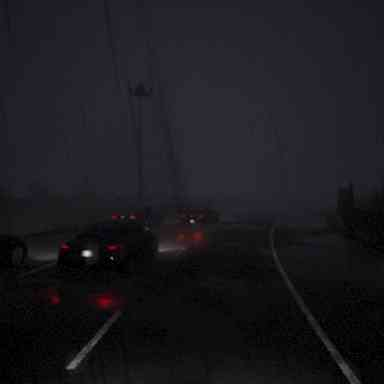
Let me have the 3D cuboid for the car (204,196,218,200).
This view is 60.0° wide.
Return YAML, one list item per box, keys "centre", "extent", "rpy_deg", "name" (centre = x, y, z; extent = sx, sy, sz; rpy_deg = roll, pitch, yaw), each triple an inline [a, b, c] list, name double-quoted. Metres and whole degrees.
- centre: [4.732, 1.645, 61.513]
  extent: [1.812, 1.442, 4.674]
  rpy_deg: [0, 0, 38]
  name: "car"

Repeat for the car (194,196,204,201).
- centre: [2.229, 1.608, 63.945]
  extent: [2.128, 1.511, 4.902]
  rpy_deg: [0, 0, 37]
  name: "car"

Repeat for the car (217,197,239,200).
- centre: [7.244, 1.672, 59.074]
  extent: [2.033, 1.411, 5.357]
  rpy_deg: [0, 0, 38]
  name: "car"

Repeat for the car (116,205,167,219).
- centre: [-3.424, 1.572, 22.530]
  extent: [2.033, 1.411, 5.357]
  rpy_deg: [0, 0, 17]
  name: "car"

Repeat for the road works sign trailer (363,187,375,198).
- centre: [36.211, 0.709, 67.890]
  extent: [2.880, 3.560, 2.380]
  rpy_deg: [0, 0, -32]
  name: "road works sign trailer"

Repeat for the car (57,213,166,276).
- centre: [-2.395, 1.571, 10.542]
  extent: [1.994, 1.385, 4.181]
  rpy_deg: [0, 0, 9]
  name: "car"

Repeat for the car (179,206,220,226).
- centre: [0.676, 1.643, 23.917]
  extent: [1.895, 1.301, 4.718]
  rpy_deg: [0, 0, 18]
  name: "car"

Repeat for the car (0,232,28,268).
- centre: [-6.250, 1.496, 8.459]
  extent: [1.837, 1.490, 4.892]
  rpy_deg: [0, 0, 8]
  name: "car"
